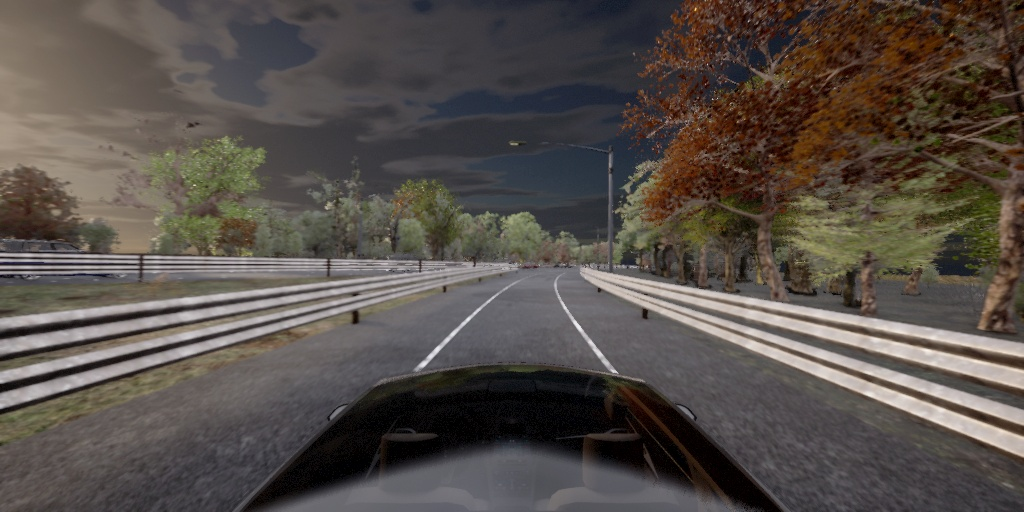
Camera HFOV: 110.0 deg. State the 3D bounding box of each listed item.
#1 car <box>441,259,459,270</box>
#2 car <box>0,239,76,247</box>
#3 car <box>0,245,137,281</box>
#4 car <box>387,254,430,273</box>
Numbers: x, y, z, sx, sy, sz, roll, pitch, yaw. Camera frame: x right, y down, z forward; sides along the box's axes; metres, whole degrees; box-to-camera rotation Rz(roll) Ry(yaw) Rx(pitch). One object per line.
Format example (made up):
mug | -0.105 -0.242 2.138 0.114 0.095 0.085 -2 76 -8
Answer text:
car | -9.056 1.326 56.183 2.097 1.767 4.553 0 -1 26
car | -26.573 0.160 20.673 2.150 2.045 5.566 0 -1 26
car | -23.460 0.452 19.071 1.882 1.535 5.008 0 -1 26
car | -12.048 0.832 42.130 2.150 2.045 5.566 0 -1 26
